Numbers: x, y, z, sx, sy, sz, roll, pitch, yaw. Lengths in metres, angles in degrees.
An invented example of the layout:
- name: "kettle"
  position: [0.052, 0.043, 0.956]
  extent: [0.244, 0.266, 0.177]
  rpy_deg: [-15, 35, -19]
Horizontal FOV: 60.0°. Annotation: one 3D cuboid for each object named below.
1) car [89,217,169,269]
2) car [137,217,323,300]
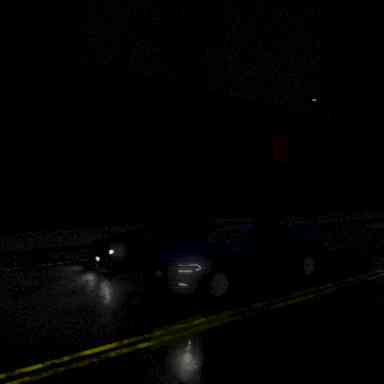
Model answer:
- name: "car"
  position: [-0.582, 1.569, 11.259]
  extent: [5.357, 1.411, 2.033]
  rpy_deg: [0, 0, -36]
- name: "car"
  position: [1.325, 1.499, 8.625]
  extent: [5.008, 1.535, 1.882]
  rpy_deg: [0, 0, -36]
